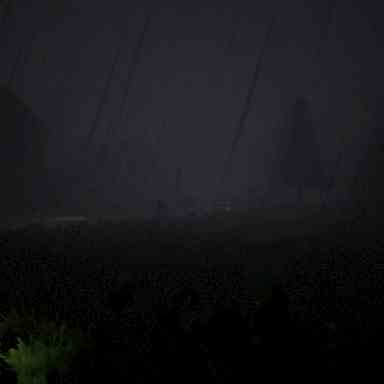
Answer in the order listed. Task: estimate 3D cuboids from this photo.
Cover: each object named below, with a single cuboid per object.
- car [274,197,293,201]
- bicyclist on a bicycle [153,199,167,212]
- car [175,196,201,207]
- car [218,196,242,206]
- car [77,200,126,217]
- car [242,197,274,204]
[{"bbox_3d":[14.754,1.436,53.477,1.895,1.301,4.718,0,0,35],"label":"car"},{"bbox_3d":[-2.241,1.347,23.556,1.656,1.620,0.582,3,2,35],"label":"bicyclist on a bicycle"},{"bbox_3d":[-0.449,1.281,43.293,1.816,1.474,4.193,7,4,33],"label":"car"},{"bbox_3d":[5.472,1.337,46.577,1.837,1.490,4.892,0,-1,36],"label":"car"},{"bbox_3d":[-7.592,1.393,28.319,1.994,1.385,4.181,0,0,35],"label":"car"},{"bbox_3d":[9.082,1.361,45.432,1.812,1.442,4.674,0,0,36],"label":"car"}]
